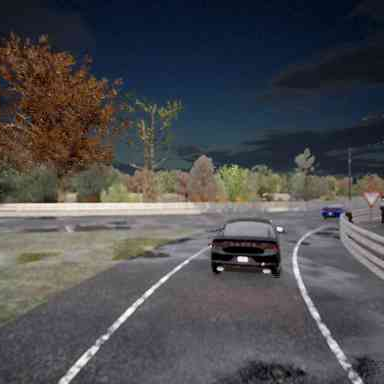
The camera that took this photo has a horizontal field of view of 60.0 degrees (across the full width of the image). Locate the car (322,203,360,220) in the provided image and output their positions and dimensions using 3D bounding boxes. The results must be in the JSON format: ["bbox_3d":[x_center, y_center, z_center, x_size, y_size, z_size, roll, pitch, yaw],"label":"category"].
[{"bbox_3d":[13.871,1.753,30.757,5.008,1.535,1.882,0,-1,-44],"label":"car"}]

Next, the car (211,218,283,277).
[{"bbox_3d":[1.867,1.571,10.748,1.882,1.535,5.008,0,-1,14],"label":"car"}]
